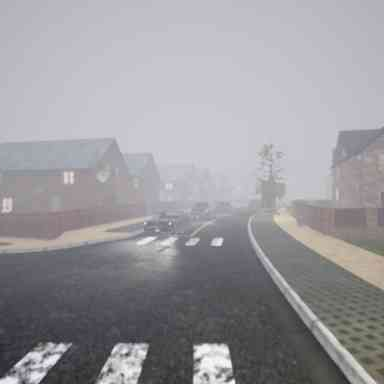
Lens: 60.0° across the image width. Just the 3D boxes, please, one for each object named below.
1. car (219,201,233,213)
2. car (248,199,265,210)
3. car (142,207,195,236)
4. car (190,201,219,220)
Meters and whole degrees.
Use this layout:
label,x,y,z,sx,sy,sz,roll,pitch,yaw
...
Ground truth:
label,x,y,z,sx,sy,sz,roll,pitch,yaw
car,4.201,1.969,44.473,1.882,1.535,5.008,0,-1,17
car,10.385,1.908,53.590,2.097,1.767,4.553,-1,-1,22
car,-1.431,1.850,20.547,1.895,1.301,4.718,0,-1,13
car,0.993,1.724,32.272,2.097,1.767,4.553,0,-1,13
